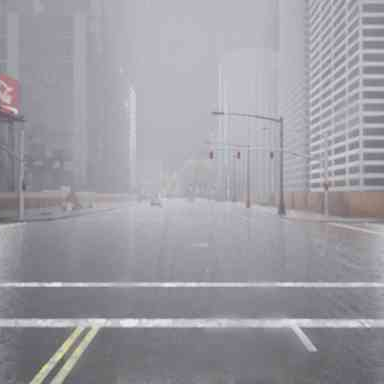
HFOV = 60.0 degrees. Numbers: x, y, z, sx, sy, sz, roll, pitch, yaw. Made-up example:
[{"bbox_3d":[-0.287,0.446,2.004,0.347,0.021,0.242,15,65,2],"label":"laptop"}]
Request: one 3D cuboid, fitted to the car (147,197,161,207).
[{"bbox_3d":[-7.026,2.093,64.457,1.837,1.490,4.892,0,-1,1],"label":"car"}]
